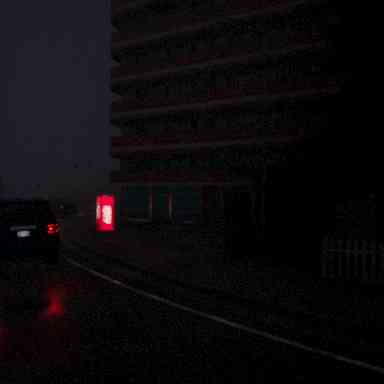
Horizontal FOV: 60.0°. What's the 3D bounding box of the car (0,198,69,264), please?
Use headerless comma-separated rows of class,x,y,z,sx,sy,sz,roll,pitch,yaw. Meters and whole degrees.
car,-6.003,1.193,11.042,2.150,2.045,5.566,0,0,-35

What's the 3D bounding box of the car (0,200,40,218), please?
car,-15.303,1.488,29.480,1.994,1.385,4.181,0,0,-3

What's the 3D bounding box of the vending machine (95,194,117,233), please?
vending machine,-4.864,1.187,18.743,1.100,2.100,0.880,0,0,-23

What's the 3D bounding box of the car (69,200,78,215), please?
car,-11.811,1.305,29.966,2.097,1.767,4.553,1,0,-3
